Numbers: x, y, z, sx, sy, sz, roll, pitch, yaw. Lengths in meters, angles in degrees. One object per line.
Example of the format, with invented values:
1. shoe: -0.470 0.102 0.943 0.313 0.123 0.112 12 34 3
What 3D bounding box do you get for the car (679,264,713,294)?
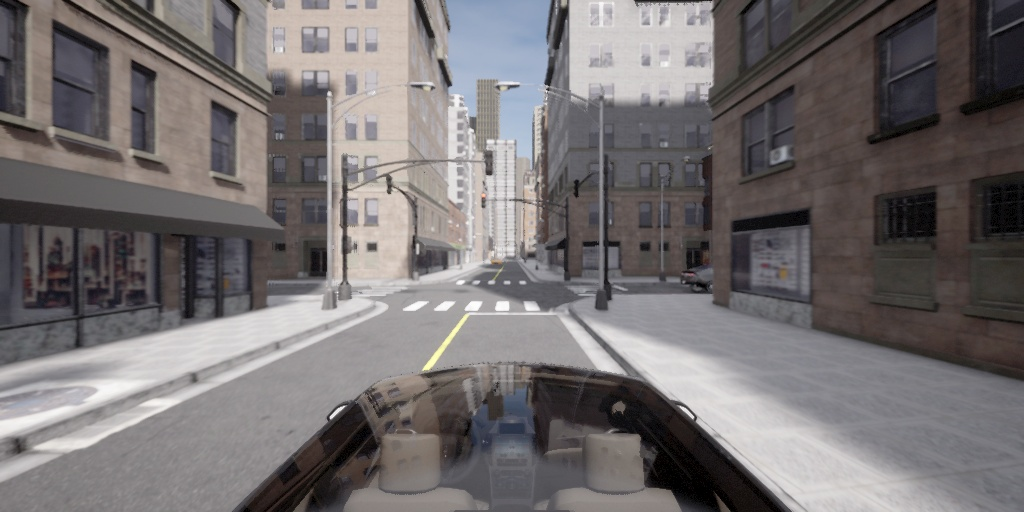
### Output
1. car: 11.434 1.162 18.826 4.902 1.511 2.128 0 0 0
